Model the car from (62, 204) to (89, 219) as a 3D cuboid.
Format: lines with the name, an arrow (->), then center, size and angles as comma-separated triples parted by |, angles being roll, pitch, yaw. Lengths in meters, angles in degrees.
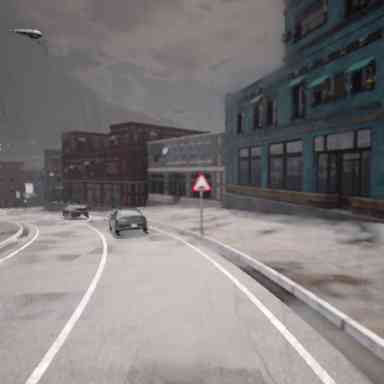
car -> -12.786, 2.101, 36.284 | 1.837, 1.490, 4.892 | -3, 0, -36

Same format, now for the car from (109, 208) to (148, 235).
car -> -3.940, 1.696, 20.227 | 1.812, 1.442, 4.674 | -1, -1, -20
